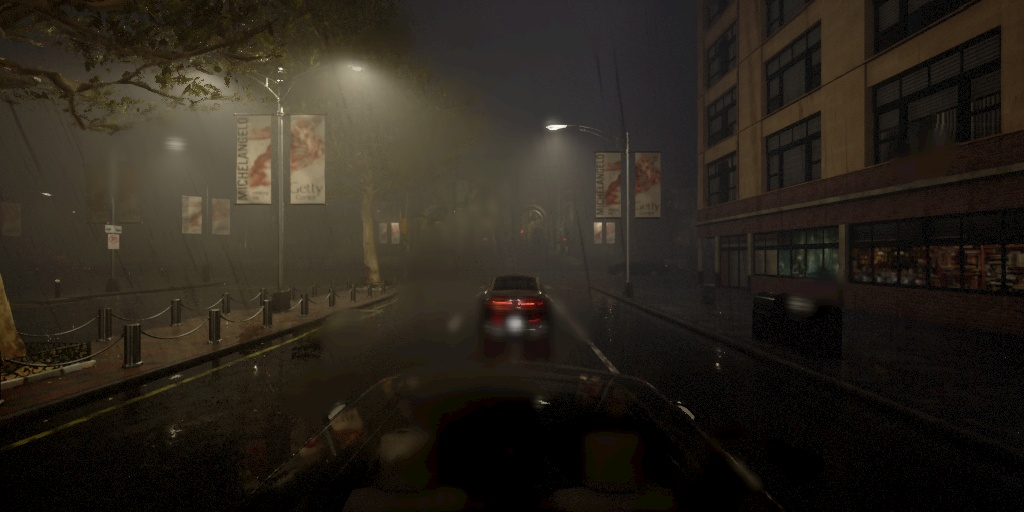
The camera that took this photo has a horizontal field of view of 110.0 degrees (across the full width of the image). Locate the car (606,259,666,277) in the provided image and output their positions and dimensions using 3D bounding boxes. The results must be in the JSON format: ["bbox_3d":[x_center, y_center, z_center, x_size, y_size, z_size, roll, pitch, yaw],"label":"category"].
[{"bbox_3d":[11.616,1.228,34.300,5.008,1.535,1.882,0,0,1],"label":"car"}]

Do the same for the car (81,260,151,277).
[{"bbox_3d":[-38.407,1.314,34.877,4.181,1.385,1.994,0,0,0],"label":"car"}]

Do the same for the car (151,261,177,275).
[{"bbox_3d":[-38.903,1.228,38.383,5.008,1.535,1.882,0,0,0],"label":"car"}]

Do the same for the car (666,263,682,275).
[{"bbox_3d":[15.337,1.102,37.754,4.553,1.767,2.097,0,0,1],"label":"car"}]

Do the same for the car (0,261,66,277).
[{"bbox_3d":[-47.267,1.255,34.907,4.892,1.490,1.837,0,0,-1],"label":"car"}]

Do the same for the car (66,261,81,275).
[{"bbox_3d":[-48.153,1.241,38.414,4.902,1.511,2.128,0,0,0],"label":"car"}]

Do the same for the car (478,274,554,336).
[{"bbox_3d":[0.122,1.255,10.365,1.837,1.490,4.892,0,0,1],"label":"car"}]
